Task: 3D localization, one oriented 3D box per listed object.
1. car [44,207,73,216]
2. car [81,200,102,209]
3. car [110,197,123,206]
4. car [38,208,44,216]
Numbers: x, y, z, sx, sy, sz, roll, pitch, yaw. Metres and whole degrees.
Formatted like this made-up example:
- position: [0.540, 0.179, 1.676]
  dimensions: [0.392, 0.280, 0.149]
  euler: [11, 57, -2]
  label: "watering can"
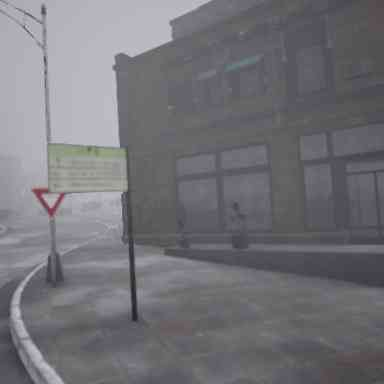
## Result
- position: [-19.632, 2.871, 49.697]
  dimensions: [1.895, 1.301, 4.718]
  euler: [-4, 1, 3]
  label: "car"
- position: [-18.001, 2.256, 59.534]
  dimensions: [1.837, 1.490, 4.892]
  euler: [-4, 3, 15]
  label: "car"
- position: [-12.553, 1.691, 61.302]
  dimensions: [4.892, 1.521, 2.231]
  euler: [-4, 2, -5]
  label: "car"
- position: [-22.438, 2.865, 52.781]
  dimensions: [1.882, 1.535, 5.008]
  euler: [-4, 2, 6]
  label: "car"
